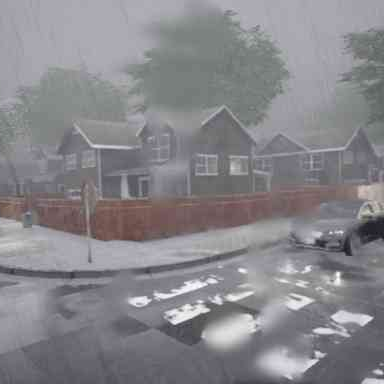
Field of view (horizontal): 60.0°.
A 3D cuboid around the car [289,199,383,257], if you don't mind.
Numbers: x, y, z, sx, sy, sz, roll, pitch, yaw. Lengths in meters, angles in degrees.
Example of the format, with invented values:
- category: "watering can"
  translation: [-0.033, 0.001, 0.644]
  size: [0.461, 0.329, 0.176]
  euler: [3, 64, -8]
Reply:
- category: "car"
  translation: [5.090, 1.012, 10.992]
  size: [4.902, 1.511, 2.128]
  euler: [-3, 2, -42]
